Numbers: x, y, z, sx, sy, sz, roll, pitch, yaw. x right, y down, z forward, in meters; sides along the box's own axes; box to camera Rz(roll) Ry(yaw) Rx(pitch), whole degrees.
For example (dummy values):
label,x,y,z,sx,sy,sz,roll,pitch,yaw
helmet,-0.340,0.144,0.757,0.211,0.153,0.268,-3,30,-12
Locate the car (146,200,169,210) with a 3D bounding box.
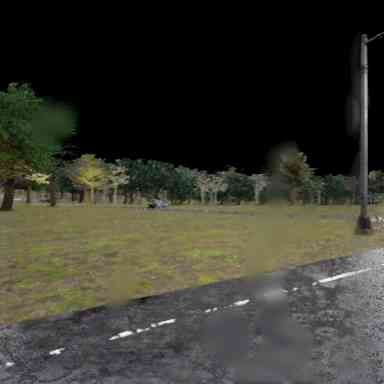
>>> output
label,x,y,z,sx,sy,sz,roll,pitch,yaw
car,-5.771,2.061,55.499,2.097,1.767,4.553,3,-3,-36
